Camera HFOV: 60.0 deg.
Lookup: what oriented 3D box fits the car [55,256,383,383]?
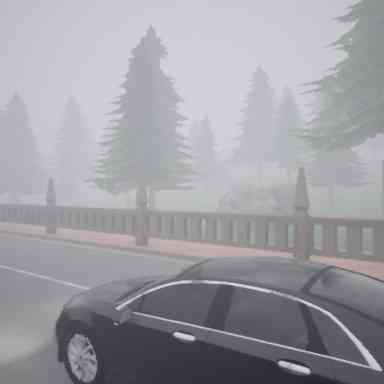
[{"bbox_3d":[0.474,1.501,3.646,4.892,1.490,1.837,0,0,35],"label":"car"}]
